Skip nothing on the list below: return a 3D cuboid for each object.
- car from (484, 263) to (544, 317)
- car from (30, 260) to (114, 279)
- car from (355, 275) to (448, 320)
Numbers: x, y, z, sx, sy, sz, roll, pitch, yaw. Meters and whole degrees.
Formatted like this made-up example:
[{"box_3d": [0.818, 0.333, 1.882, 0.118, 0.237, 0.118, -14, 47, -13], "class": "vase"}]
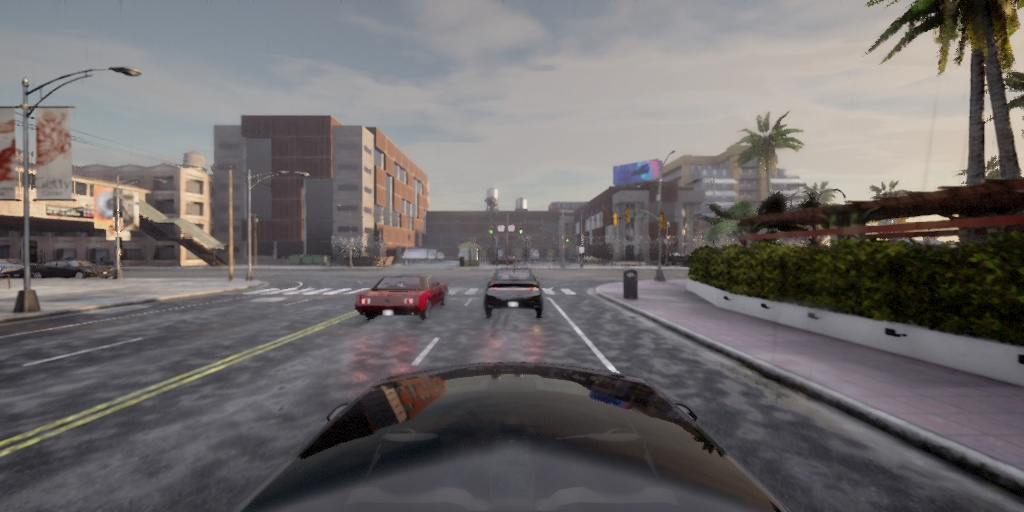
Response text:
[{"box_3d": [0.076, 1.165, 12.779, 2.128, 1.511, 4.902, 0, 0, 1], "class": "car"}, {"box_3d": [-37.428, 1.093, 30.619, 5.357, 1.411, 2.033, 0, 0, 0], "class": "car"}, {"box_3d": [-3.448, 1.278, 12.233, 1.895, 1.301, 4.718, 0, 0, 0], "class": "car"}]
